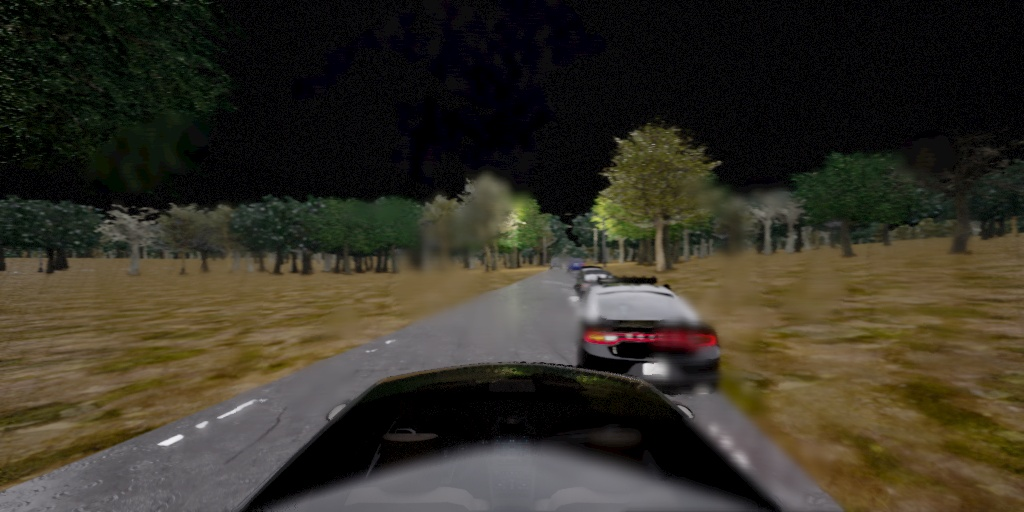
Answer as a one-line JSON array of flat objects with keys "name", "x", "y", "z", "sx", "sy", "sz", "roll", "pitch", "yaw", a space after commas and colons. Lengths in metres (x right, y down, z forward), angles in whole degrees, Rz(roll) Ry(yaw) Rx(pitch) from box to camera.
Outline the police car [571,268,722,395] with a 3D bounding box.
[{"name": "police car", "x": 2.186, "y": 1.191, "z": 6.913, "sx": 1.930, "sy": 1.638, "sz": 5.238, "roll": -1, "pitch": -1, "yaw": 10}]

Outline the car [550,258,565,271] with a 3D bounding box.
[{"name": "car", "x": 7.504, "y": 1.411, "z": 59.201, "sx": 2.150, "sy": 2.045, "sz": 5.566, "roll": -1, "pitch": -1, "yaw": 10}]

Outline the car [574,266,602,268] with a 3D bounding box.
[{"name": "car", "x": 3.916, "y": 1.355, "z": 16.651, "sx": 1.812, "sy": 1.442, "sz": 4.674, "roll": -1, "pitch": -1, "yaw": 10}]

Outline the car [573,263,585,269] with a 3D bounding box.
[{"name": "car", "x": 4.964, "y": 1.375, "z": 22.558, "sx": 1.837, "sy": 1.490, "sz": 4.892, "roll": -1, "pitch": -1, "yaw": 10}]

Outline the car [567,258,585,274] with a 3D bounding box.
[{"name": "car", "x": 8.690, "y": 1.289, "z": 48.394, "sx": 2.150, "sy": 2.045, "sz": 5.566, "roll": -1, "pitch": -1, "yaw": 10}]
